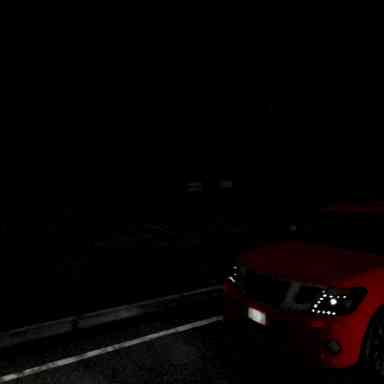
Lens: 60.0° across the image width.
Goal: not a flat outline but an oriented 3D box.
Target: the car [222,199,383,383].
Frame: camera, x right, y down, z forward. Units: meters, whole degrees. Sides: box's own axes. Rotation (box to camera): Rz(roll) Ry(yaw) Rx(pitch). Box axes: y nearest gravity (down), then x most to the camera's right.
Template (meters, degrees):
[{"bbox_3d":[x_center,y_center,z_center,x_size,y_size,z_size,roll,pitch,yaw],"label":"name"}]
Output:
[{"bbox_3d":[3.149,1.169,5.608,5.566,2.045,2.150,-1,0,-32],"label":"car"}]
